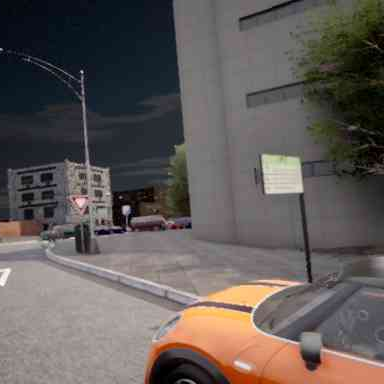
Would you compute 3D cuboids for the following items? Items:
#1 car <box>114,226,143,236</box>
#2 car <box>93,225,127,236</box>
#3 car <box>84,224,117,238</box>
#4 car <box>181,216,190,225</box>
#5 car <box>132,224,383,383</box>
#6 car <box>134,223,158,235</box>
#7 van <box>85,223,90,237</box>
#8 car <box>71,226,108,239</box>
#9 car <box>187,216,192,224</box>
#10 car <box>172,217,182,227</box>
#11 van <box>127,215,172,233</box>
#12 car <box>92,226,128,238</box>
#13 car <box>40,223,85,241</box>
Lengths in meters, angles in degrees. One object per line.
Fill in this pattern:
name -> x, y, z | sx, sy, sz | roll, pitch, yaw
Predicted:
car -> -11.482, 7.082, 59.803 | 4.674, 1.452, 2.002 | -6, -8, 18
car -> -11.242, 5.444, 46.513 | 1.895, 1.301, 4.718 | -6, -7, 18
car -> -14.228, 6.064, 51.822 | 4.553, 1.767, 2.185 | -6, -8, 18
car -> -3.419, 4.673, 45.609 | 5.008, 1.535, 2.097 | -6, -8, 18
car -> 1.732, 1.358, 2.782 | 4.553, 1.767, 2.097 | 1, 1, 37
car -> -7.783, 6.243, 56.539 | 2.097, 1.767, 4.553 | -6, -8, 19
van -> -16.181, 5.451, 46.643 | 4.442, 1.987, 1.878 | -6, -7, 18
car -> -15.160, 5.918, 49.193 | 5.008, 1.535, 2.097 | -6, -7, 18
car -> -2.574, 4.697, 48.222 | 5.566, 2.045, 2.435 | -6, -8, 18
car -> -4.308, 4.436, 42.930 | 4.792, 1.488, 2.163 | -6, -7, 18
van -> -5.145, 3.937, 40.306 | 4.442, 1.987, 1.878 | -6, -7, 18
car -> -13.476, 6.500, 54.619 | 5.366, 1.575, 1.946 | -6, -8, 18
car -> -14.617, 4.404, 36.990 | 2.097, 1.767, 4.553 | -6, -6, 20
